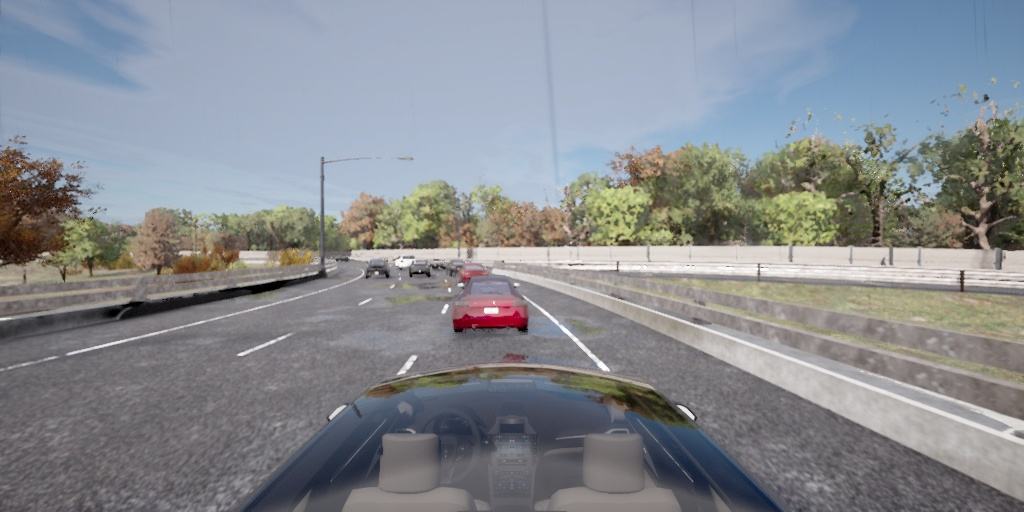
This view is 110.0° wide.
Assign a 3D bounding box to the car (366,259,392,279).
[{"bbox_3d":[-11.792,1.151,31.718,1.837,1.490,4.892,0,0,-17],"label":"car"}]

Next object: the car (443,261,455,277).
[{"bbox_3d":[-5.208,1.163,34.049,1.812,1.442,4.674,0,0,-16],"label":"car"}]

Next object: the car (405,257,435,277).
[{"bbox_3d":[-8.733,1.129,33.677,2.128,1.511,4.902,0,0,-17],"label":"car"}]

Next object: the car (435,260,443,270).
[{"bbox_3d":[-9.881,1.195,46.513,1.895,1.301,4.718,0,0,-24],"label":"car"}]

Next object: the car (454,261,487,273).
[{"bbox_3d":[-2.612,1.199,23.699,1.812,1.442,4.674,0,0,-12],"label":"car"}]

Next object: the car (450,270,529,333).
[{"bbox_3d":[-0.673,1.283,10.675,1.994,1.385,4.181,0,0,-5],"label":"car"}]

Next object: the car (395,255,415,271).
[{"bbox_3d":[-14.022,0.817,47.245,2.150,2.045,5.566,0,1,-25],"label":"car"}]
